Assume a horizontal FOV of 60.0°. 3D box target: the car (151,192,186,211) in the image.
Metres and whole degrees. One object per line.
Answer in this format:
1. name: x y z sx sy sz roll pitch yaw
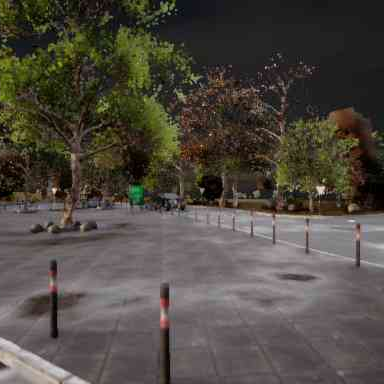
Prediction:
1. car: -2.702 1.049 37.120 2.150 2.045 5.566 0 0 -31

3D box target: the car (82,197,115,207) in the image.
1. car: -12.390 1.351 44.063 4.181 1.385 1.994 -1 1 -7
